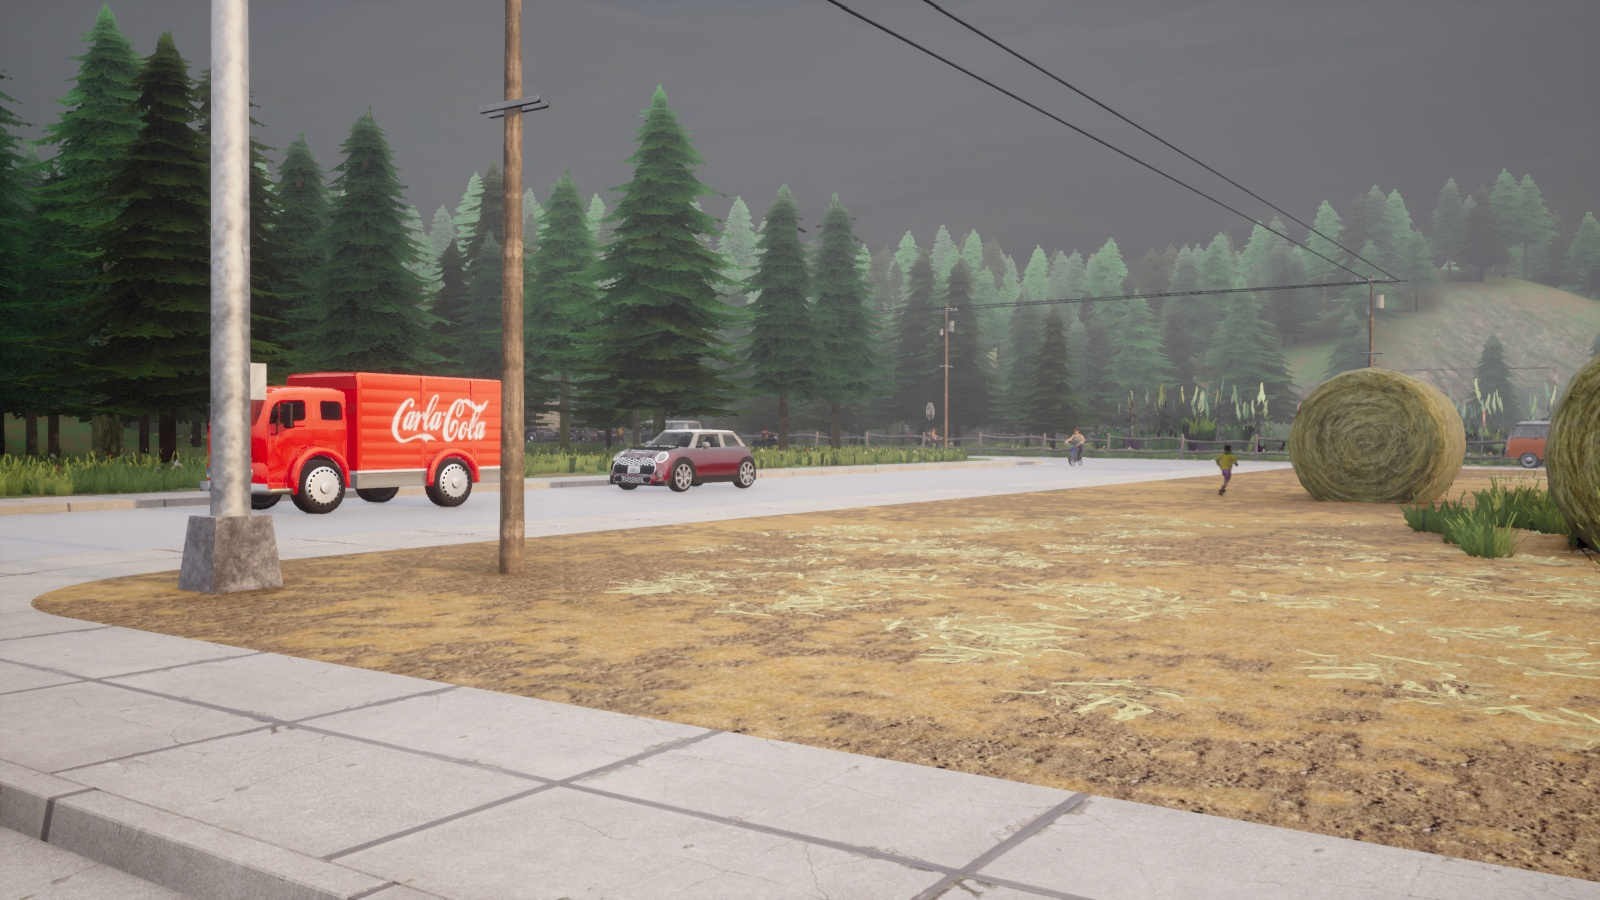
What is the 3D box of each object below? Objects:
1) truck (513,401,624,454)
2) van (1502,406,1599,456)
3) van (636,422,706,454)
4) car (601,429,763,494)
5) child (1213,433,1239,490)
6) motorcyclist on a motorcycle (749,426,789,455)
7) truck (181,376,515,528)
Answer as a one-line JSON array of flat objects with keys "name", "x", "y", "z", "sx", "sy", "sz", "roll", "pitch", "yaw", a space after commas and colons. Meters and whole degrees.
[{"name": "truck", "x": -16.093, "y": -1.525, "z": 87.022, "sx": 7.936, "sy": 3.462, "sz": 2.891, "roll": 0, "pitch": 1, "yaw": 36}, {"name": "van", "x": 31.443, "y": -0.776, "z": 51.510, "sx": 4.442, "sy": 1.987, "sz": 1.775, "roll": 0, "pitch": 1, "yaw": 37}, {"name": "van", "x": -8.397, "y": -0.790, "z": 81.489, "sx": 4.442, "sy": 1.987, "sz": 1.775, "roll": 0, "pitch": 1, "yaw": 36}, {"name": "car", "x": -2.830, "y": 0.238, "z": 30.845, "sx": 1.970, "sy": 1.475, "sz": 3.806, "roll": 0, "pitch": 1, "yaw": 35}, {"name": "child", "x": 8.843, "y": 0.227, "z": 26.079, "sx": 0.473, "sy": 1.160, "sz": 0.299, "roll": -1, "pitch": 1, "yaw": -38}, {"name": "motorcyclist on a motorcycle", "x": -1.791, "y": -0.527, "z": 72.437, "sx": 2.350, "sy": 1.649, "sz": 0.766, "roll": 0, "pitch": 1, "yaw": 36}, {"name": "truck", "x": -8.143, "y": -0.019, "z": 23.156, "sx": 2.627, "sy": 2.467, "sz": 5.204, "roll": 0, "pitch": 1, "yaw": 35}]
